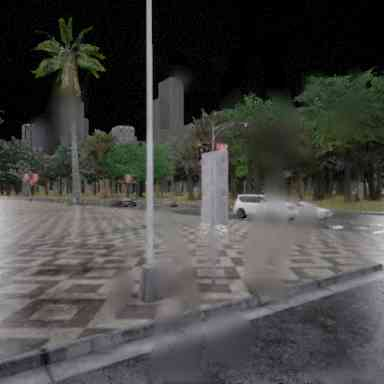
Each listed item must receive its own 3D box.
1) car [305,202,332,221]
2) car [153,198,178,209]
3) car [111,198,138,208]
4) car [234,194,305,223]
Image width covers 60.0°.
[{"bbox_3d":[9.104,1.502,27.313,1.812,1.442,4.674,0,0,-35],"label":"car"},{"bbox_3d":[-3.648,1.517,45.055,1.994,1.385,4.181,0,0,-37],"label":"car"},{"bbox_3d":[-9.809,1.508,47.856,2.033,1.411,5.357,0,0,-37],"label":"car"},{"bbox_3d":[5.745,1.214,26.436,2.150,2.045,5.566,0,0,-35],"label":"car"}]
